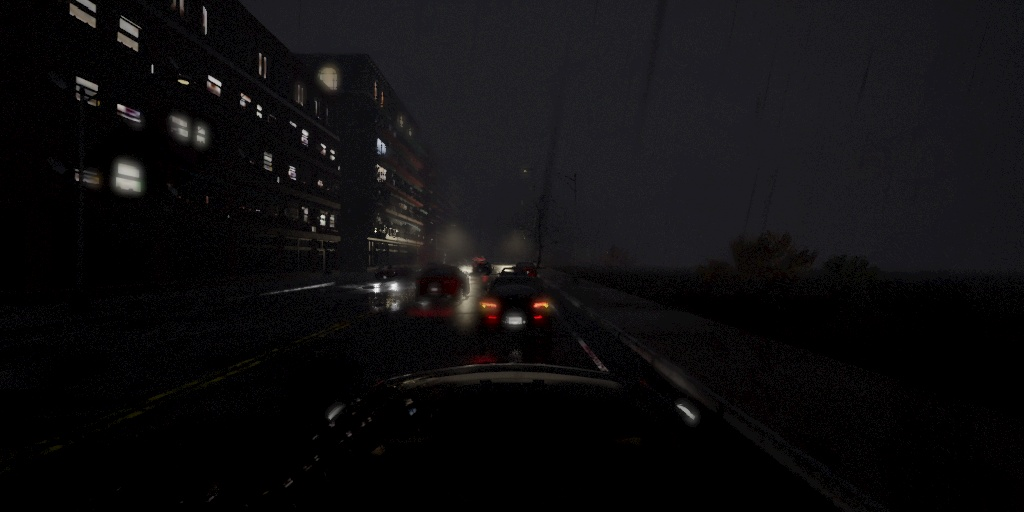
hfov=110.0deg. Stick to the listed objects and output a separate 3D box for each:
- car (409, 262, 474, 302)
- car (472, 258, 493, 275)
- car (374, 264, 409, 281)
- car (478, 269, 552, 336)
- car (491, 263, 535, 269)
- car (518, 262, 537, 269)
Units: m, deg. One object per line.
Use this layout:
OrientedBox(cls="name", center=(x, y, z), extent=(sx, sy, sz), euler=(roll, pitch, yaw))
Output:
OrientedBox(cls="car", center=(-3.182, 1.230, 17.157), extent=(1.882, 1.535, 5.008), euler=(0, 0, 0))
OrientedBox(cls="car", center=(-3.229, 1.245, 39.300), extent=(2.128, 1.511, 4.902), euler=(0, 0, 0))
OrientedBox(cls="car", center=(-9.909, 1.354, 30.173), extent=(1.895, 1.301, 4.718), euler=(0, 0, 0))
OrientedBox(cls="car", center=(0.074, 1.277, 10.267), extent=(1.812, 1.442, 4.674), euler=(0, 0, 0))
OrientedBox(cls="car", center=(0.062, 1.317, 20.434), extent=(1.994, 1.385, 4.181), euler=(0, 0, 0))
OrientedBox(cls="car", center=(1.079, 1.231, 29.962), extent=(1.882, 1.535, 5.008), euler=(0, 0, 0))
